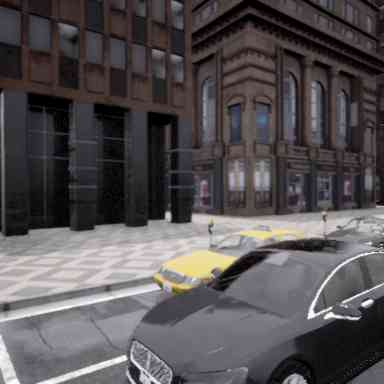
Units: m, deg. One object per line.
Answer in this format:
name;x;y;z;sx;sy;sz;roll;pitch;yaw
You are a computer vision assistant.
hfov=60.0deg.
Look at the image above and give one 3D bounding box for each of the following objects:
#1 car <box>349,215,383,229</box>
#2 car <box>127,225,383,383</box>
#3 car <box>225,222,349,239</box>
car;6.151;1.473;11.208;4.403;1.369;2.008;0;0;-36
car;1.524;1.479;4.522;4.892;1.490;1.837;0;0;-36
car;1.476;1.487;7.785;4.829;1.417;1.752;0;0;-36
